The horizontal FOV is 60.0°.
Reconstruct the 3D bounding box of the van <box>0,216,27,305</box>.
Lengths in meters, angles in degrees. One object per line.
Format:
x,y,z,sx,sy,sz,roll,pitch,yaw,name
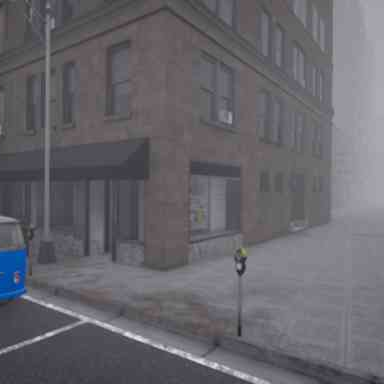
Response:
-4.967,1.283,6.614,3.998,1.788,1.690,1,0,35,van
